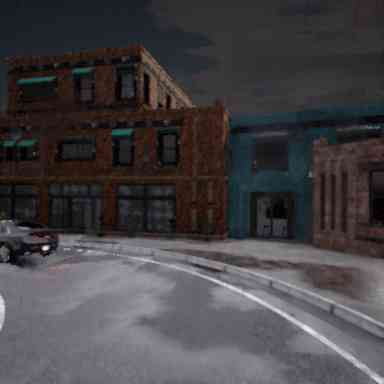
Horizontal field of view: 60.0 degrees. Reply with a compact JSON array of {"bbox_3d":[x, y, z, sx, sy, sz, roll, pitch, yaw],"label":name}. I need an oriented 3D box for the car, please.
[{"bbox_3d":[-7.537,1.889,13.360,4.892,1.490,1.837,-2,-3,27],"label":"car"}]
